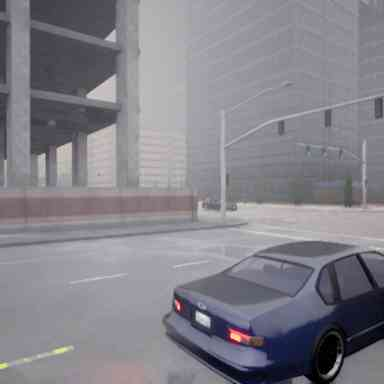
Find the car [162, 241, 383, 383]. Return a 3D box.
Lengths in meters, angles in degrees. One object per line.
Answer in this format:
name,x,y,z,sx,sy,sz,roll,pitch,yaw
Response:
car,2.183,1.532,5.348,5.357,1.411,2.033,0,0,-35

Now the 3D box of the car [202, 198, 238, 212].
car,3.110,1.420,37.424,1.837,1.490,4.892,0,2,-36
